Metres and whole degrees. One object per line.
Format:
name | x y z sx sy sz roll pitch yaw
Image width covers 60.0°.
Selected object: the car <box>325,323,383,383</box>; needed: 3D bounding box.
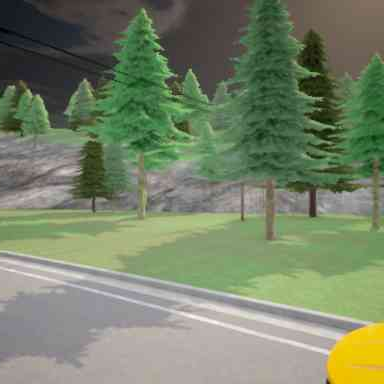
car | 3.306 1.476 1.631 5.008 1.535 1.882 0 0 35
